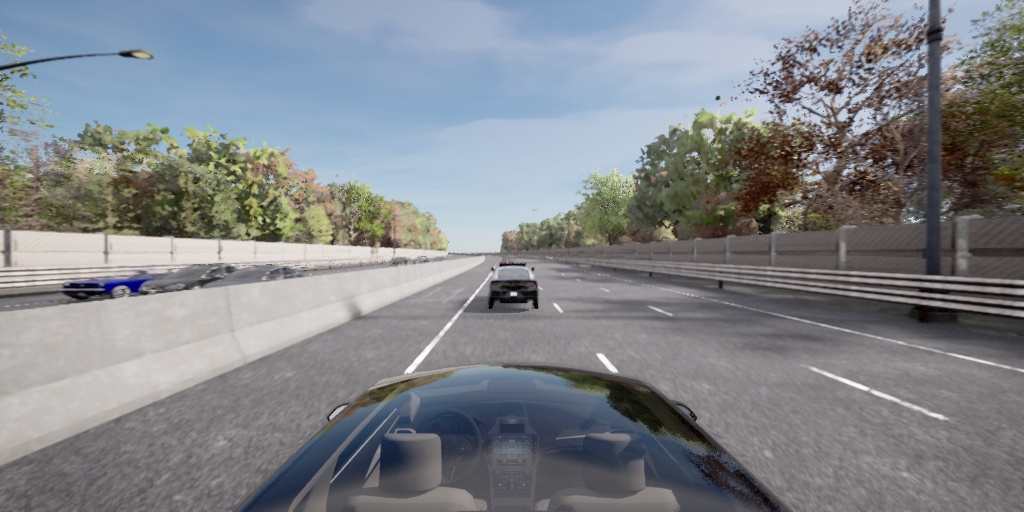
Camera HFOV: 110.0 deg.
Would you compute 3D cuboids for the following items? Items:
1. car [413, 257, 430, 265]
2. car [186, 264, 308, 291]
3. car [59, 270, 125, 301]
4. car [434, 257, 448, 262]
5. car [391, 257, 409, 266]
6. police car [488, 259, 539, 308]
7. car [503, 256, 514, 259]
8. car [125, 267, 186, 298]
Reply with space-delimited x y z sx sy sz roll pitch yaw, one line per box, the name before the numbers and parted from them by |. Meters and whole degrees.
car | -15.000 0.870 59.600 2.128 1.511 4.902 0 0 -1
car | -10.662 1.171 15.257 1.837 1.490 4.892 0 0 0
car | -17.673 1.259 16.919 1.895 1.301 4.718 0 0 0
car | -11.463 0.888 58.195 1.837 1.490 4.892 0 0 -1
car | -18.495 0.886 59.406 1.837 1.490 4.892 0 1 -1
police car | 0.037 1.089 14.937 1.930 1.638 5.238 0 0 0
car | -0.473 0.822 45.065 2.097 1.767 4.553 0 0 -1
car | -14.172 1.164 16.525 1.837 1.490 4.892 0 0 0
